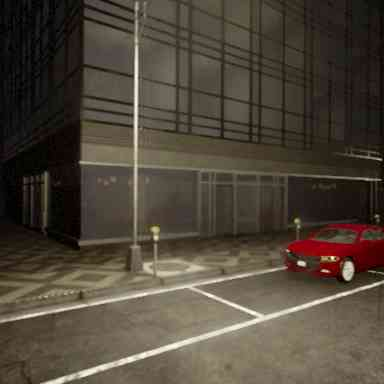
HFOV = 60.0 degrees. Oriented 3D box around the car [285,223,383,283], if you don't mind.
[{"bbox_3d":[4.702,1.652,10.017,4.507,1.381,1.887,1,-1,-36],"label":"car"}]
